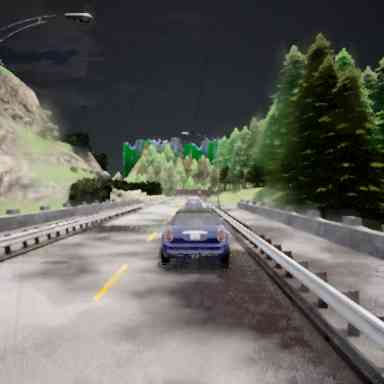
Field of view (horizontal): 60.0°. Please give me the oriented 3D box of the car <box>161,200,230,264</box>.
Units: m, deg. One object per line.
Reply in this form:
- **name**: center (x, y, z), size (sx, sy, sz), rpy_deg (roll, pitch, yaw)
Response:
- **car**: center (0.101, 1.327, 11.912), size (2.097, 1.767, 4.553), rpy_deg (0, 0, 0)
